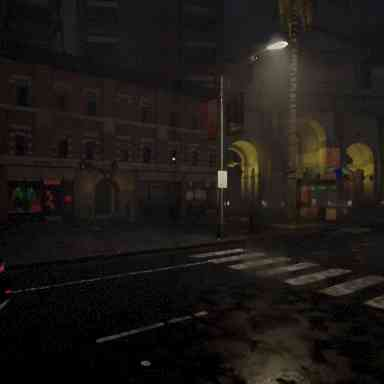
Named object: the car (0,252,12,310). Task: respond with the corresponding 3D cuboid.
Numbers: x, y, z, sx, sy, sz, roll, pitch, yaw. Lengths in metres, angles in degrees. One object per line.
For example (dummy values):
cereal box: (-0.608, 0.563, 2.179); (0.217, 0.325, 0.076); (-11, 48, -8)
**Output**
car: (-5.250, 1.491, 4.547); (4.902, 1.511, 2.128); (0, 0, -35)
